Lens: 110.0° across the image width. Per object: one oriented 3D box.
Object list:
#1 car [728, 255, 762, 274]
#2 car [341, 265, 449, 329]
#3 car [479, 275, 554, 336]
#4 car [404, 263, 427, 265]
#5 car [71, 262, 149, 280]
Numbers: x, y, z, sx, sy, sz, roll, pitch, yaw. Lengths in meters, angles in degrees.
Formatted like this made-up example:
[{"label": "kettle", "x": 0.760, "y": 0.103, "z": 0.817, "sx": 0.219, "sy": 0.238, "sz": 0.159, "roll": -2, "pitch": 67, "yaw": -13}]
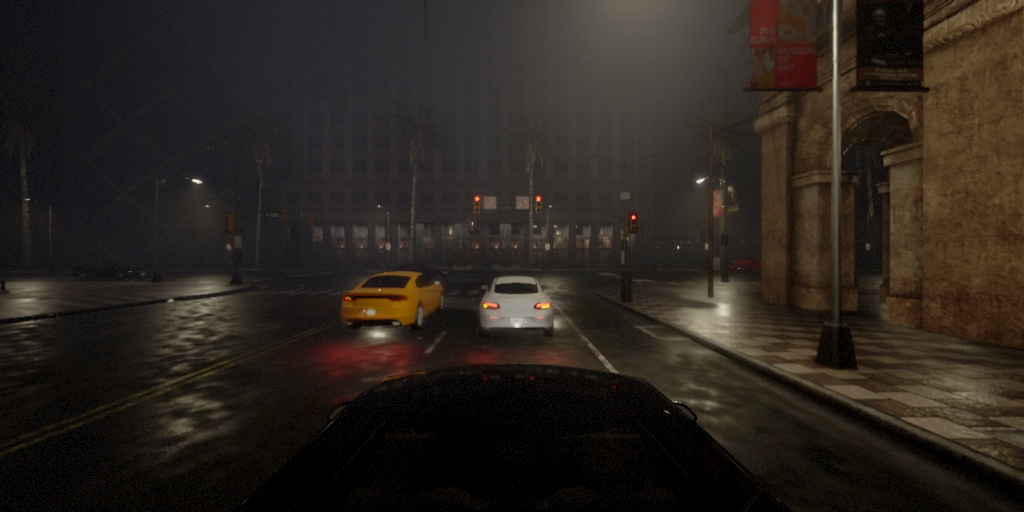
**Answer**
[{"label": "car", "x": 27.312, "y": 0.920, "z": 40.068, "sx": 5.566, "sy": 2.045, "sz": 2.150, "roll": 0, "pitch": 0, "yaw": 0}, {"label": "car", "x": -3.419, "y": 1.215, "z": 11.189, "sx": 1.882, "sy": 1.535, "sz": 5.008, "roll": 0, "pitch": 0, "yaw": 0}, {"label": "car", "x": 0.088, "y": 1.265, "z": 10.191, "sx": 1.812, "sy": 1.442, "sz": 4.674, "roll": 0, "pitch": 0, "yaw": -1}, {"label": "car", "x": -7.469, "y": 1.266, "z": 29.266, "sx": 4.674, "sy": 1.442, "sz": 1.812, "roll": 0, "pitch": 0, "yaw": -2}, {"label": "car", "x": -33.396, "y": 1.260, "z": 29.919, "sx": 4.902, "sy": 1.511, "sz": 2.128, "roll": 1, "pitch": 0, "yaw": -4}]
